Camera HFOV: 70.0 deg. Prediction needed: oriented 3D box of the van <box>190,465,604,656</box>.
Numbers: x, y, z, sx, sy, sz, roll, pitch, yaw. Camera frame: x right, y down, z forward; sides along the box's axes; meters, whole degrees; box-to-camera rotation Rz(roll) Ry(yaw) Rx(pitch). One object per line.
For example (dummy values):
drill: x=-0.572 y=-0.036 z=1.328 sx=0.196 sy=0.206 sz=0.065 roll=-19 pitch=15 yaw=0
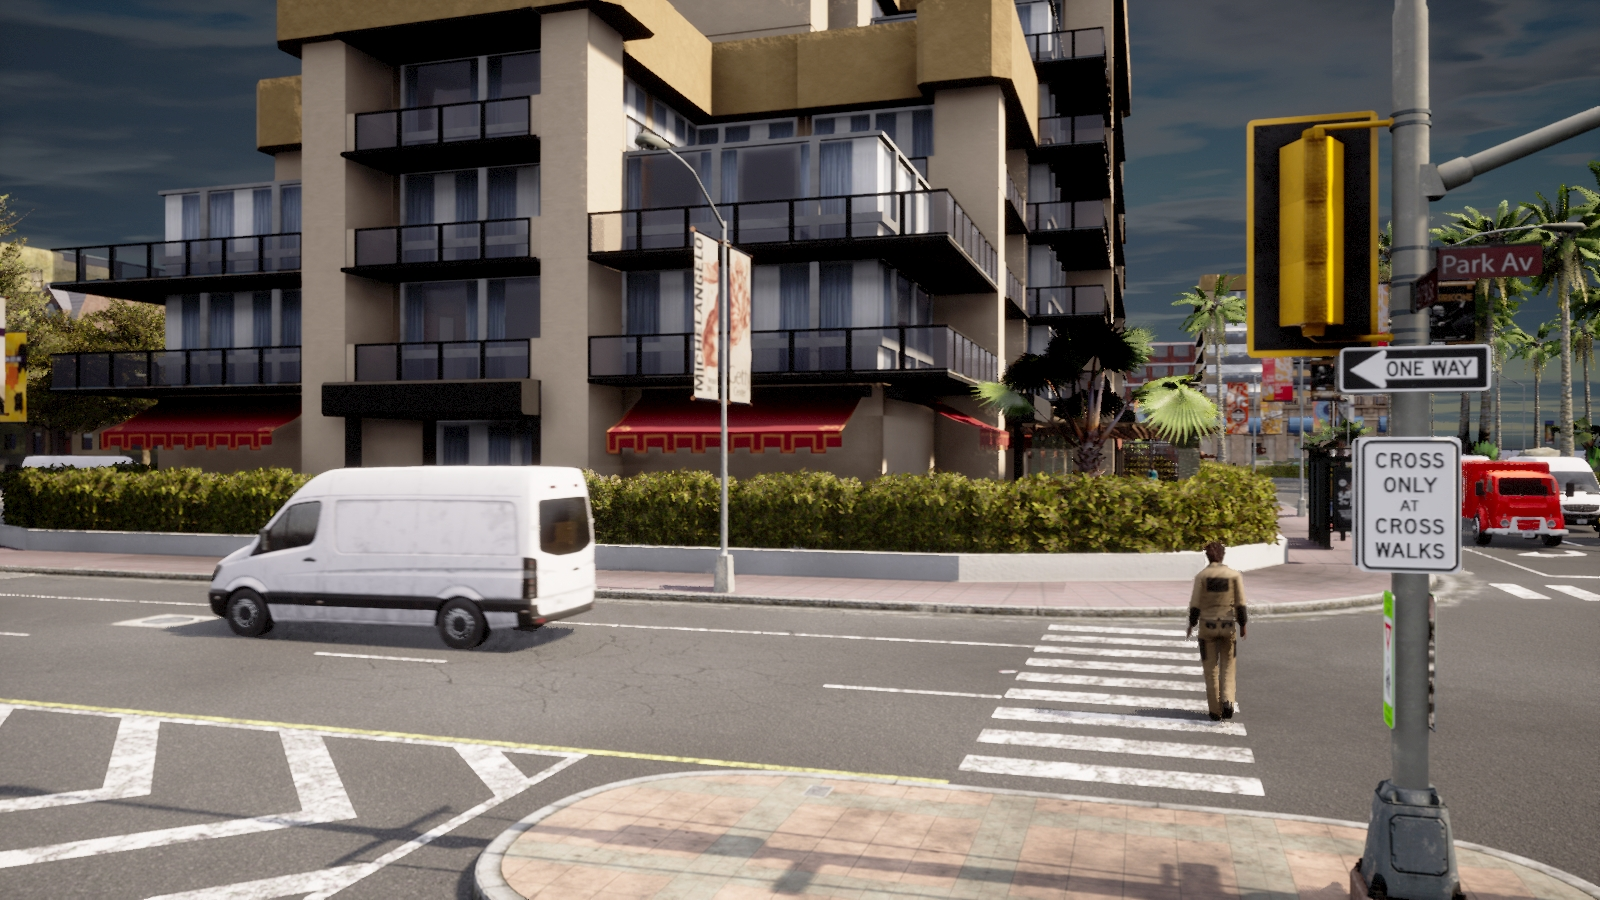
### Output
van: x=-6.120 y=1.532 z=17.407 sx=5.915 sy=2.561 sz=1.988 roll=0 pitch=0 yaw=17

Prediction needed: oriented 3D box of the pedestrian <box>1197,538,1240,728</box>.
pedestrian: x=4.257 y=1.848 z=11.637 sx=0.375 sy=1.860 sz=0.375 roll=0 pitch=0 yaw=13

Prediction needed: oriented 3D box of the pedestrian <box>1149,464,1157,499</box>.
pedestrian: x=18.846 y=1.695 z=61.008 sx=0.375 sy=1.860 sz=0.375 roll=0 pitch=0 yaw=14

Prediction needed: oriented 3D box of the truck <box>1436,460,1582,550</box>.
truck: x=21.555 y=1.567 z=35.044 sx=2.627 sy=2.467 sz=5.204 roll=0 pitch=0 yaw=18

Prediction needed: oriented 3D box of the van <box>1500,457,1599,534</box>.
van: x=27.216 y=1.536 z=41.245 sx=1.988 sy=2.561 sz=5.915 roll=0 pitch=0 yaw=18

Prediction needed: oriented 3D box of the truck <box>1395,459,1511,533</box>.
truck: x=23.658 y=1.569 z=41.657 sx=2.627 sy=2.467 sz=5.204 roll=0 pitch=0 yaw=18
